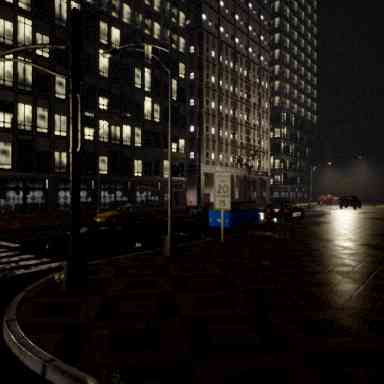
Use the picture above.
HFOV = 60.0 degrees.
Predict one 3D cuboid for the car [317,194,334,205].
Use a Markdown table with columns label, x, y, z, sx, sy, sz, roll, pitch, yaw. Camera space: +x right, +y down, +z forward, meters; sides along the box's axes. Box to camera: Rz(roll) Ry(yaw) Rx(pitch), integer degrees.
| label | x | y | z | sx | sy | sz | roll | pitch | yaw |
| --- | --- | --- | --- | --- | --- | --- | --- | --- | --- |
| car | 25.133 | 1.378 | 62.528 | 2.192 | 1.841 | 5.009 | 0 | 0 | 38 |

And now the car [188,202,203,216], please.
| label | x | y | z | sx | sy | sz | roll | pitch | yaw |
| --- | --- | --- | --- | --- | --- | --- | --- | --- | --- |
| car | 1.375 | 1.600 | 31.667 | 1.802 | 1.307 | 4.206 | 0 | 0 | 38 |

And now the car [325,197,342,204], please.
| label | x | y | z | sx | sy | sz | roll | pitch | yaw |
| --- | --- | --- | --- | --- | --- | --- | --- | --- | --- |
| car | 28.527 | 1.621 | 66.935 | 2.008 | 1.369 | 4.403 | 0 | 0 | 38 |

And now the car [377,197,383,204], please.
| label | x | y | z | sx | sy | sz | roll | pitch | yaw |
| --- | --- | --- | --- | --- | --- | --- | --- | --- | --- |
| car | 38.164 | 1.657 | 66.536 | 1.947 | 1.339 | 4.313 | 0 | 0 | 38 |

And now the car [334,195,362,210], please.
| label | x | y | z | sx | sy | sz | roll | pitch | yaw |
| --- | --- | --- | --- | --- | --- | --- | --- | --- | --- |
| car | 21.195 | 1.367 | 44.494 | 2.192 | 1.841 | 5.009 | 0 | 0 | 38 |

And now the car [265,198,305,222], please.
| label | x | y | z | sx | sy | sz | roll | pitch | yaw |
| --- | --- | --- | --- | --- | --- | --- | --- | --- | --- |
| car | 7.619 | 1.471 | 26.859 | 1.967 | 1.590 | 4.097 | 0 | 0 | 38 |

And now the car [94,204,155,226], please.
| label | x | y | z | sx | sy | sz | roll | pitch | yaw |
| --- | --- | --- | --- | --- | --- | --- | --- | --- | --- |
| car | -4.734 | 1.537 | 23.944 | 1.752 | 1.417 | 4.829 | 0 | 0 | 38 |

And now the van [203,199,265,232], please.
| label | x | y | z | sx | sy | sz | roll | pitch | yaw |
| --- | --- | --- | --- | --- | --- | --- | --- | --- | --- |
| van | 2.656 | 1.366 | 20.230 | 1.690 | 1.788 | 3.998 | 0 | 0 | 38 |
